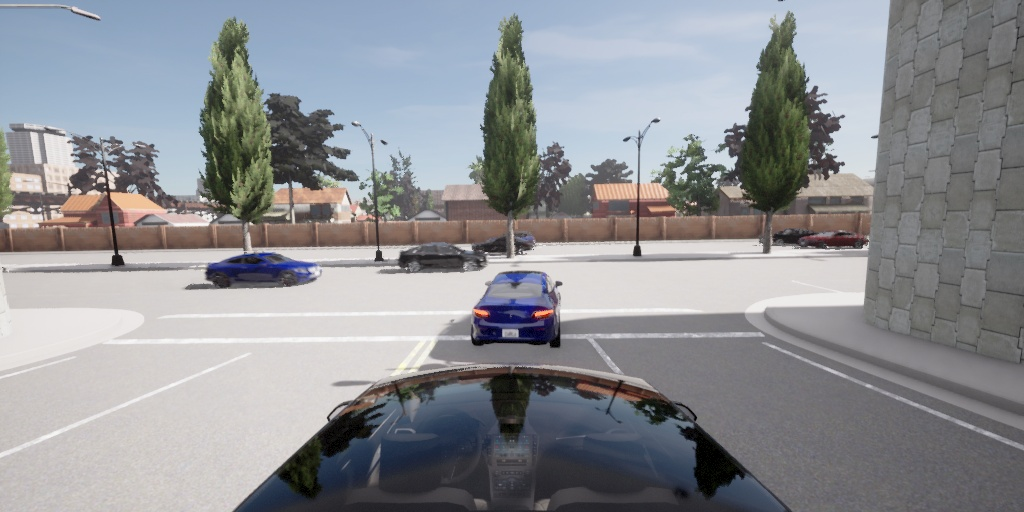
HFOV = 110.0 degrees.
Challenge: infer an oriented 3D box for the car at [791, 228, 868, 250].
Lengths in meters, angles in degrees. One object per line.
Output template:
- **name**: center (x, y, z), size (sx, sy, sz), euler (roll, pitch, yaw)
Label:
- **car**: center (25.202, -1.301, 28.209), size (4.674, 1.442, 1.812), euler (-1, 6, -1)

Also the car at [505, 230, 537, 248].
- **car**: center (-0.141, -1.379, 31.385), size (4.553, 1.767, 2.097), euler (-1, 6, -1)

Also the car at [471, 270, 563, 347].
- **car**: center (0.242, 1.071, 8.724), size (1.812, 1.442, 4.674), euler (0, 4, 7)

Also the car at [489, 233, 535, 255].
- **car**: center (-0.815, -0.830, 27.914), size (4.674, 1.442, 1.812), euler (-1, 6, -1)

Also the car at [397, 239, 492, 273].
- **car**: center (-3.773, 0.049, 19.723), size (4.892, 1.490, 1.837), euler (-1, 6, -1)

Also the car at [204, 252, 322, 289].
- **car**: center (-11.142, 0.569, 16.153), size (4.674, 1.442, 1.812), euler (-1, 6, -1)

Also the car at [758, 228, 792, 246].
- **car**: center (24.602, -1.703, 31.692), size (5.008, 1.535, 1.882), euler (-1, 6, -1)

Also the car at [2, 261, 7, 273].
- **car**: center (-30.708, 0.530, 19.399), size (4.902, 1.511, 2.128), euler (-1, 6, -1)
